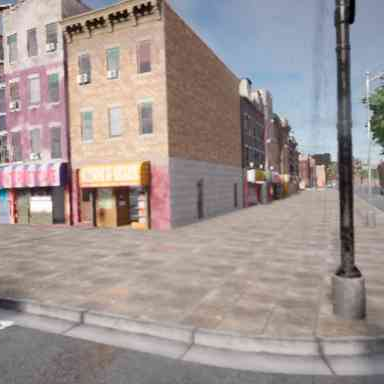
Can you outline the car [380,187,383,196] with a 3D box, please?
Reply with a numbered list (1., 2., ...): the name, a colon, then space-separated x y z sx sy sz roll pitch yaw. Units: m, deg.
1. car: 29.692 -0.125 50.246 2.033 1.411 5.357 -1 1 22
